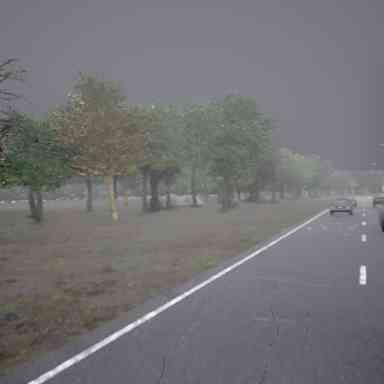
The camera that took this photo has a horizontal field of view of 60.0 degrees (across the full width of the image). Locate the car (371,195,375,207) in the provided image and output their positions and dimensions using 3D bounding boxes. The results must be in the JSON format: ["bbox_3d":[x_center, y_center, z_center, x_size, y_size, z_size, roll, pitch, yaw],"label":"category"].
[{"bbox_3d":[22.382,0.988,39.347,1.837,1.490,4.892,-2,0,28],"label":"car"}]

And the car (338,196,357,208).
[{"bbox_3d":[19.306,1.169,41.157,1.895,1.301,4.718,-2,0,28],"label":"car"}]

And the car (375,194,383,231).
[{"bbox_3d":[11.504,1.133,18.320,2.097,1.767,4.553,-2,0,27],"label":"car"}]

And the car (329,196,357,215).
[{"bbox_3d":[13.532,1.287,30.050,2.033,1.411,5.357,-2,0,27],"label":"car"}]
